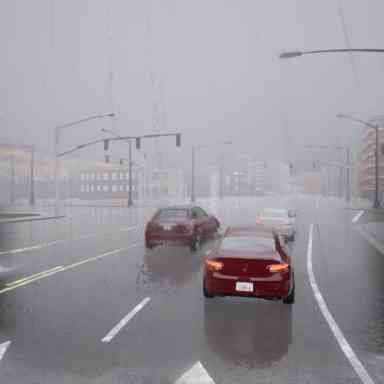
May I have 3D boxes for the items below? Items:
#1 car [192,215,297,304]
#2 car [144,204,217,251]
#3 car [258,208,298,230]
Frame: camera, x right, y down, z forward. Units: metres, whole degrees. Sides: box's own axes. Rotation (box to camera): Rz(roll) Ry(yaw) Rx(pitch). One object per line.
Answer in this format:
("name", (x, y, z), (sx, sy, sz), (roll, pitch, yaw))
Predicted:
("car", (1.465, 1.526, 8.175), (1.812, 1.442, 4.674), (0, 0, 13))
("car", (-0.242, 1.351, 14.264), (2.097, 1.767, 4.553), (0, 0, 18))
("car", (4.215, 1.526, 16.604), (1.812, 1.442, 4.674), (0, 0, 20))
